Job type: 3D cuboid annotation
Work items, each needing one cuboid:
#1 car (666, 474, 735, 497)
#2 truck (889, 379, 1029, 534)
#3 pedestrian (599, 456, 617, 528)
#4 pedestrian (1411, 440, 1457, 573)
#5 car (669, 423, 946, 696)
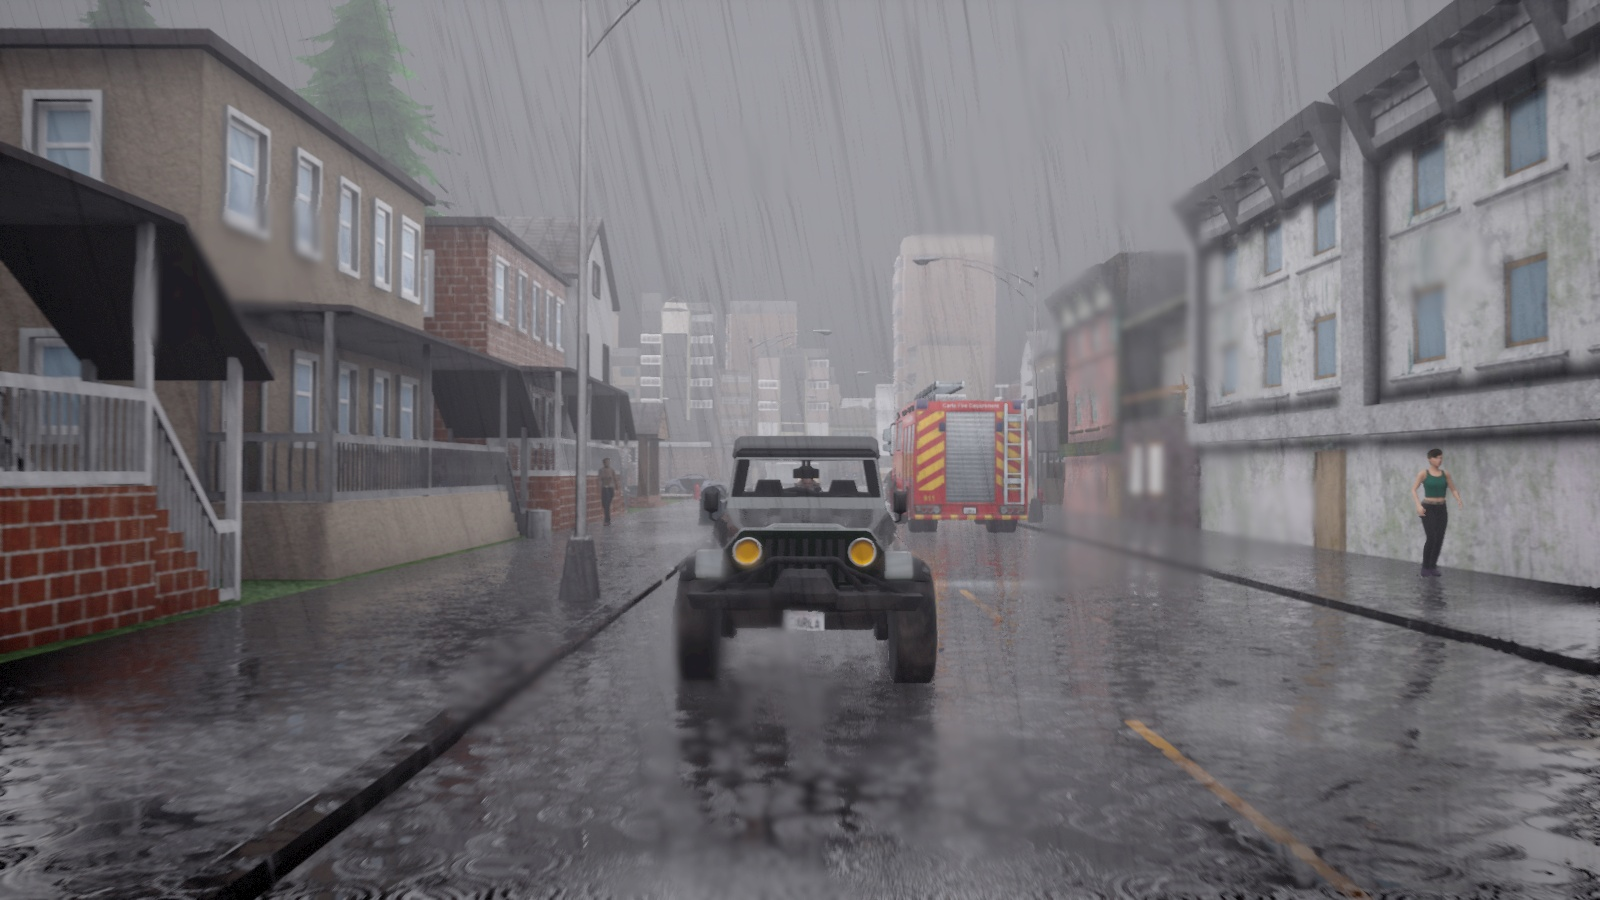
[{"bbox_3d":[-6.198,2.217,78.510,4.181,1.385,1.994,0,-1,0],"label":"car"},{"bbox_3d":[4.232,0.226,35.305,2.891,3.827,8.468,0,-1,0],"label":"truck"},{"bbox_3d":[-4.990,1.090,32.649,0.331,1.846,0.634,0,-1,3],"label":"pedestrian"},{"bbox_3d":[8.953,0.788,17.742,0.345,1.836,0.594,0,-1,3],"label":"pedestrian"},{"bbox_3d":[0.065,0.788,10.606,1.905,1.878,3.866,0,-1,0],"label":"car"}]
